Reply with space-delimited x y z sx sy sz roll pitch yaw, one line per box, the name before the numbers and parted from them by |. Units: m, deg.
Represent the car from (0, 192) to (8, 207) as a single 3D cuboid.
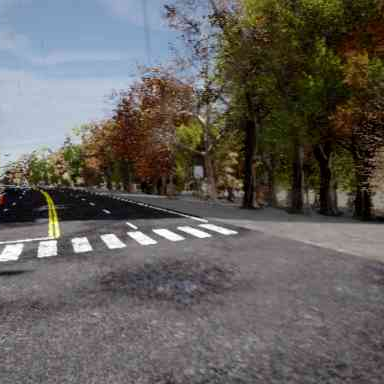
car | -17.371 0.521 28.257 2.097 1.767 4.553 -4 3 -24
